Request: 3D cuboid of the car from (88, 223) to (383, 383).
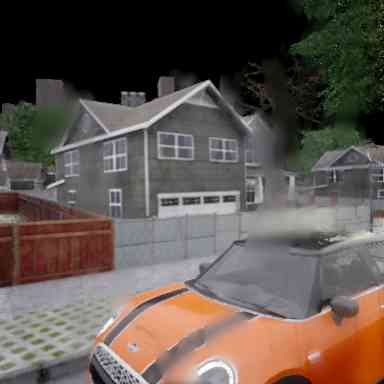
[{"bbox_3d":[1.132,1.346,4.054,4.553,1.767,2.097,0,0,-37],"label":"car"}]
